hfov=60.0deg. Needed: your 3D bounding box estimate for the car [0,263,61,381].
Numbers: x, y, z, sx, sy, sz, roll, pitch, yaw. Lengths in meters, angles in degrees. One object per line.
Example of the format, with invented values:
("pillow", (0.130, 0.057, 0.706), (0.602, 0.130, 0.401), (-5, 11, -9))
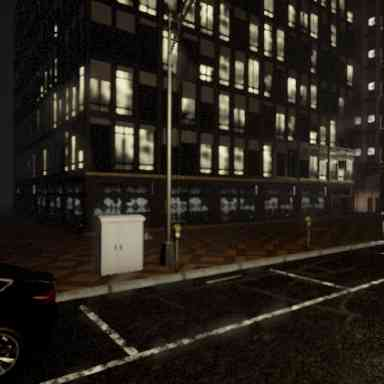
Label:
("car", (-3.807, 1.562, 3.840), (4.313, 1.339, 1.947), (0, 0, -35))
